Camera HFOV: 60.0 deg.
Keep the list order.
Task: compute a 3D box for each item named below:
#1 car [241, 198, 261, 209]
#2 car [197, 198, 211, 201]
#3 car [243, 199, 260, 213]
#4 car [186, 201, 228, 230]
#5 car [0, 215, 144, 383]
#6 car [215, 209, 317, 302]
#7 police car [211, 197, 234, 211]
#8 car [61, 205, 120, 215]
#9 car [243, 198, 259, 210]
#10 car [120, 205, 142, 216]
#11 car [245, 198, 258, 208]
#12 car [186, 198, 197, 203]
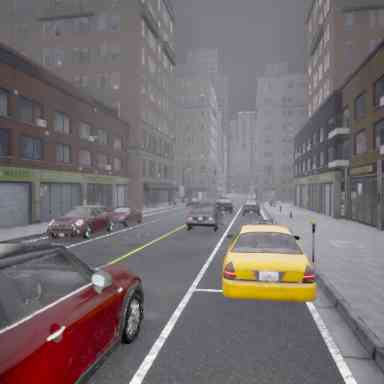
[{"bbox_3d":[5.722,1.537,32.158,2.008,1.369,4.403,-1,0,10],"label":"car"},{"bbox_3d":[2.497,1.576,47.584,2.033,1.411,5.357,0,0,10],"label":"car"},{"bbox_3d":[6.727,1.506,37.825,1.752,1.417,4.829,-1,0,10],"label":"car"},{"bbox_3d":[0.917,1.541,20.880,2.033,1.411,5.357,0,0,10],"label":"car"},{"bbox_3d":[-2.121,1.351,3.731,2.097,1.767,4.553,0,0,10],"label":"car"},{"bbox_3d":[1.800,1.455,8.380,1.801,1.575,5.366,0,0,10],"label":"car"},{"bbox_3d":[3.598,1.408,36.600,1.930,1.638,5.238,0,0,10],"label":"police car"},{"bbox_3d":[-5.612,1.436,17.147,1.967,1.590,4.097,-1,0,10],"label":"car"},{"bbox_3d":[7.673,1.542,43.158,1.947,1.339,4.313,-1,0,10],"label":"car"},{"bbox_3d":[-4.637,1.575,22.647,1.802,1.307,4.206,-1,0,10],"label":"car"},{"bbox_3d":[8.648,1.553,48.658,1.802,1.307,4.206,-1,0,10],"label":"car"},{"bbox_3d":[0.233,1.516,50.147,1.887,1.381,4.507,-1,0,10],"label":"car"}]
